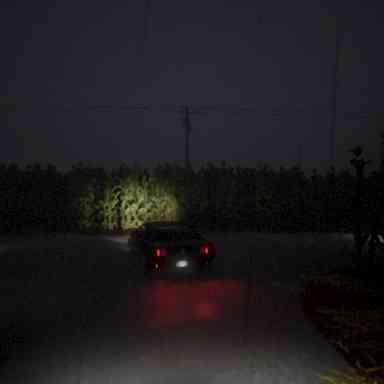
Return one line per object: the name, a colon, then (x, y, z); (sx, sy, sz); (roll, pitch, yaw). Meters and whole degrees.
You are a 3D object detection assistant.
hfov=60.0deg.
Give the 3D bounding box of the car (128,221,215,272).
car: (-0.922, 1.613, 10.923); (1.895, 1.301, 4.718); (0, 0, -17)
